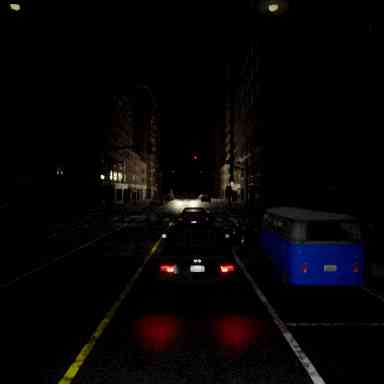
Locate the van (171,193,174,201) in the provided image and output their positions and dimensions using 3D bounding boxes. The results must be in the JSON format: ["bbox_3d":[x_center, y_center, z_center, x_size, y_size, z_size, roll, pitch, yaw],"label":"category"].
[{"bbox_3d":[-5.646,1.300,74.180,1.690,1.788,3.998,0,0,0],"label":"van"}]

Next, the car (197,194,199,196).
[{"bbox_3d":[2.881,1.510,79.660,2.008,1.369,4.403,0,0,0],"label":"car"}]

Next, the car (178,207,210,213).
[{"bbox_3d":[0.107,1.556,19.316,1.994,1.385,4.181,0,0,0],"label":"car"}]

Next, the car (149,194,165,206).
[{"bbox_3d":[-5.653,1.490,52.207,1.752,1.417,4.829,0,0,0],"label":"car"}]

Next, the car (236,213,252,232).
[{"bbox_3d":[2.860,1.561,14.386,1.947,1.339,4.313,0,0,0],"label":"car"}]

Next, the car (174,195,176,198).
[{"bbox_3d":[-5.644,1.510,79.631,2.008,1.369,4.403,0,0,0],"label":"car"}]

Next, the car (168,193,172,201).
[{"bbox_3d":[-5.647,1.504,68.730,1.887,1.381,4.507,0,0,0],"label":"car"}]

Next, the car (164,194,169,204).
[{"bbox_3d":[-5.651,1.512,57.828,2.008,1.369,4.403,0,0,0],"label":"car"}]

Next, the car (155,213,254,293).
[{"bbox_3d":[0.104,1.545,8.997,2.033,1.411,5.357,0,0,0],"label":"car"}]

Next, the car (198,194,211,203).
[{"bbox_3d":[2.877,1.399,68.763,1.967,1.590,4.097,0,0,0],"label":"car"}]

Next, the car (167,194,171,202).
[{"bbox_3d":[-5.649,1.505,63.279,1.887,1.381,4.507,0,0,0],"label":"car"}]

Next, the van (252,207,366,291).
[{"bbox_3d":[2.858,1.339,8.726,1.690,1.788,3.998,0,0,0],"label":"van"}]

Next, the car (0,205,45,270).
[{"bbox_3d":[-5.667,1.313,8.688,2.192,1.841,5.009,0,0,0],"label":"car"}]
